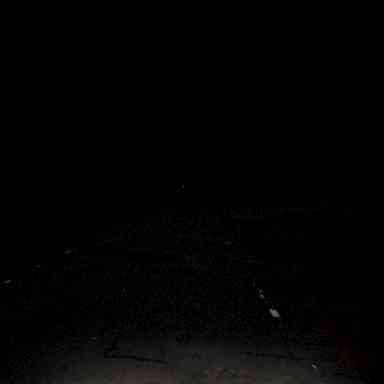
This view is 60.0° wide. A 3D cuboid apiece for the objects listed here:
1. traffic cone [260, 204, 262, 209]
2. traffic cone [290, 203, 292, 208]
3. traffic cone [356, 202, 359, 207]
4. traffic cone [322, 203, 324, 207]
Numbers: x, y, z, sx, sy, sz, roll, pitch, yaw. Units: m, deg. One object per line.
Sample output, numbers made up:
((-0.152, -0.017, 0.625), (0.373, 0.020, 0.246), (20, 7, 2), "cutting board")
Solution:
((7.854, 1.692, 38.081), (0.340, 0.580, 0.340), (0, 1, -40), "traffic cone")
((12.302, 1.677, 41.202), (0.340, 0.580, 0.340), (0, 1, -30), "traffic cone")
((22.411, 1.678, 45.095), (0.340, 0.580, 0.340), (0, 1, -12), "traffic cone")
((17.197, 1.671, 43.561), (0.340, 0.580, 0.340), (0, 1, -21), "traffic cone")
